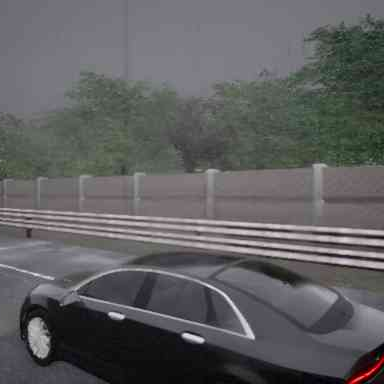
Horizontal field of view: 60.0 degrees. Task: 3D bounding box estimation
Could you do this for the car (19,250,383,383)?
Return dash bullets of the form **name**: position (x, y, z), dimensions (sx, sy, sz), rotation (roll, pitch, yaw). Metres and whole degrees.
- **car**: position (-0.254, 1.507, 4.171), dimensions (4.892, 1.490, 1.837), rotation (0, 0, 36)
